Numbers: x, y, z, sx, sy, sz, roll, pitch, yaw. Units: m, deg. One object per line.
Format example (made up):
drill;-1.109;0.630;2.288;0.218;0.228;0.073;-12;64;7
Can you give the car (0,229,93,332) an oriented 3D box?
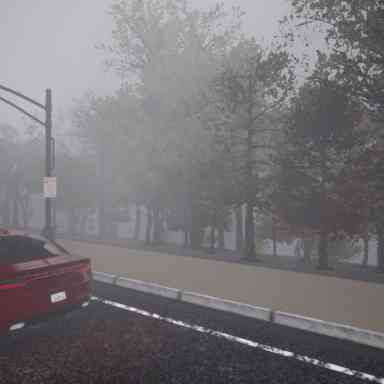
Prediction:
car;-4.086;1.477;6.598;5.008;1.535;1.882;0;0;36
